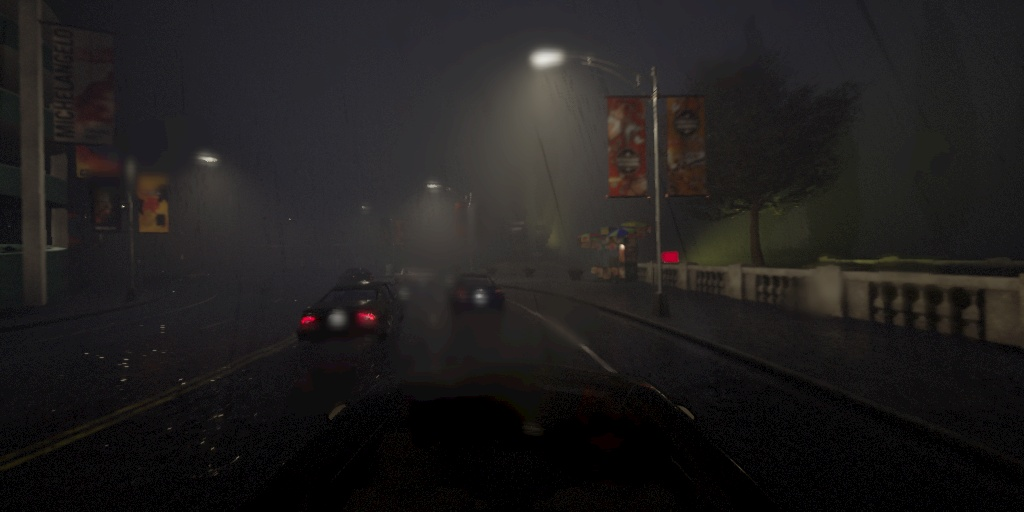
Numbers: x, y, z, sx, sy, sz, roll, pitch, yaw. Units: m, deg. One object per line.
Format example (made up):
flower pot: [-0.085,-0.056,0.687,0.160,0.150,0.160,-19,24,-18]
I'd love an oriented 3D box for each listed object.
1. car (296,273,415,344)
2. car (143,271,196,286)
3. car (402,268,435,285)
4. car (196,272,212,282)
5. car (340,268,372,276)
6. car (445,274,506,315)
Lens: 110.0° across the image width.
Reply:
car: [-4.181,1.422,10.225,2.033,1.411,5.357,-1,0,-10]
car: [-34.067,2.188,35.415,4.181,1.385,1.994,-1,0,17]
car: [-7.744,1.624,28.139,1.895,1.301,4.718,-1,0,-33]
car: [-35.748,2.279,39.552,4.718,1.301,1.895,-1,0,13]
car: [-12.385,1.651,28.582,1.812,1.442,4.674,-1,0,-37]
car: [-1.555,1.397,14.220,1.994,1.385,4.181,-1,0,-14]
